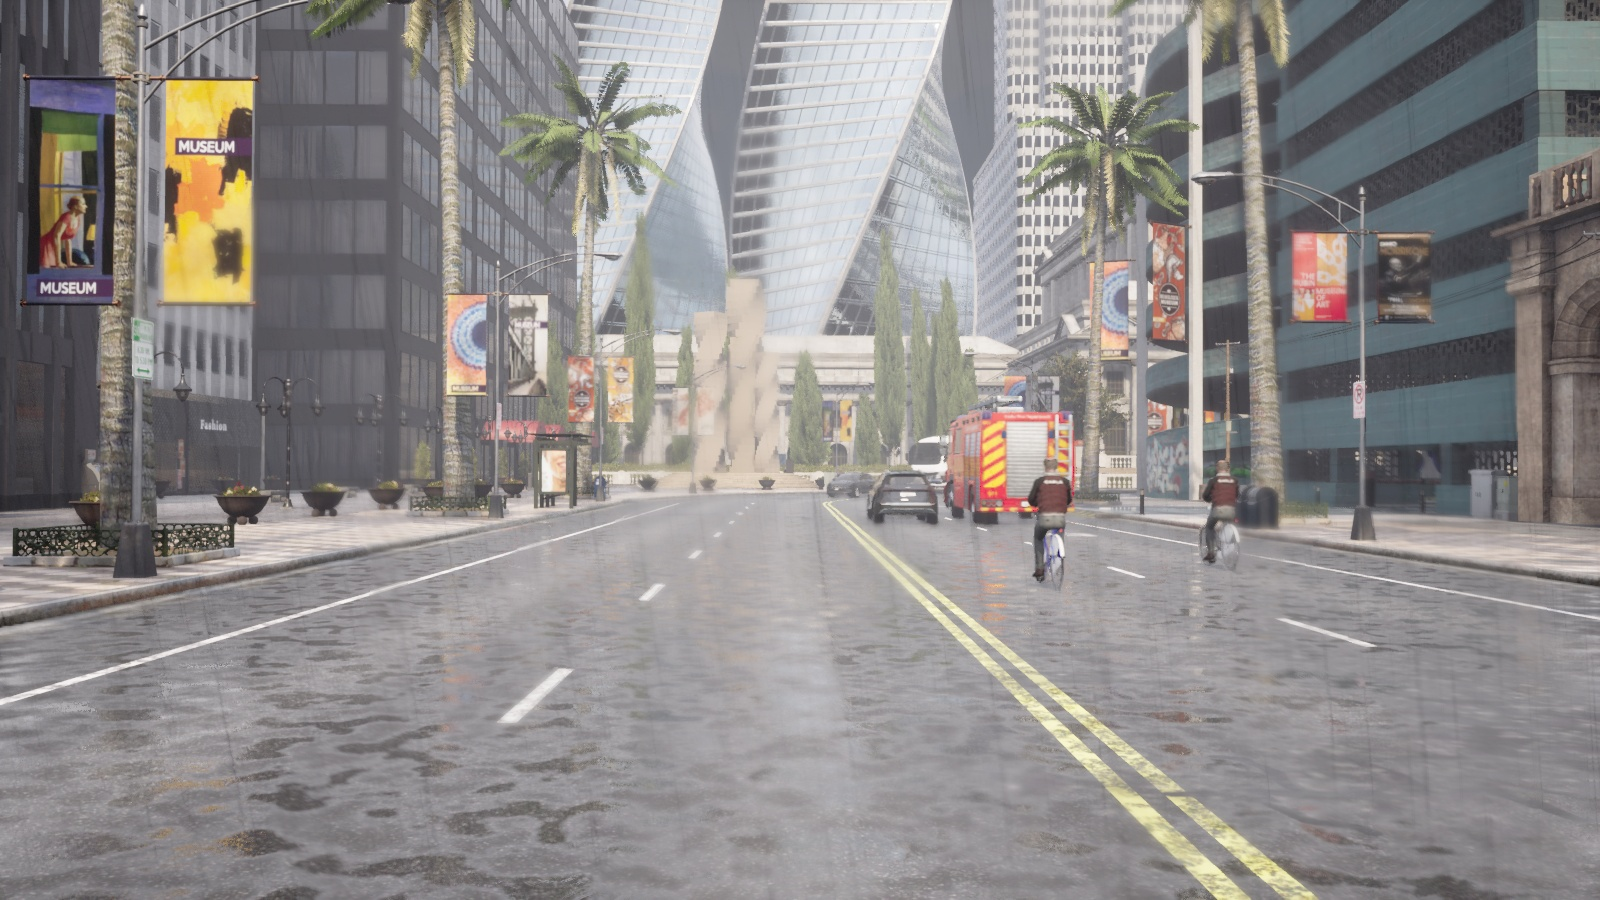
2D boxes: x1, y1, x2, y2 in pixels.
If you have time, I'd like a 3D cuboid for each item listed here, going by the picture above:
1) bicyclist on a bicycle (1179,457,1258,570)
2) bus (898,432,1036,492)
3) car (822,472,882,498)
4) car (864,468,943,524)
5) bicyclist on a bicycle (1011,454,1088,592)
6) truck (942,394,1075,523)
[{"bbox_3d":[6.840,1.003,20.609,0.659,1.776,1.843,0,-1,0],"label":"bicyclist on a bicycle"},{"bbox_3d":[12.506,0.956,93.620,10.273,4.253,3.944,0,-1,-36],"label":"bus"},{"bbox_3d":[3.193,2.076,75.789,1.837,1.490,4.892,-1,-1,26],"label":"car"},{"bbox_3d":[3.181,1.393,39.493,2.033,1.649,4.856,0,-1,0],"label":"car"},{"bbox_3d":[3.369,0.958,17.118,0.659,1.776,1.843,0,-1,0],"label":"bicyclist on a bicycle"},{"bbox_3d":[6.661,0.318,41.496,2.891,3.827,8.468,0,-1,0],"label":"truck"}]
